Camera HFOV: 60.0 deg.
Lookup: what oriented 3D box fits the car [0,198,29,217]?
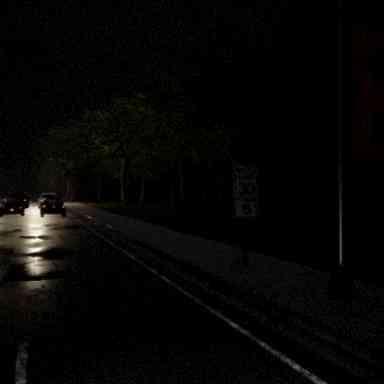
[{"bbox_3d":[-16.120,1.470,30.023,1.994,1.385,4.181,1,0,-25],"label":"car"}]

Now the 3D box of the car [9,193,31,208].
[{"bbox_3d":[-21.656,1.100,41.817,2.150,2.045,5.566,1,0,-25],"label":"car"}]

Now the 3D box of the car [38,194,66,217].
[{"bbox_3d":[-12.877,1.307,30.750,2.097,1.767,4.553,1,0,-25],"label":"car"}]
